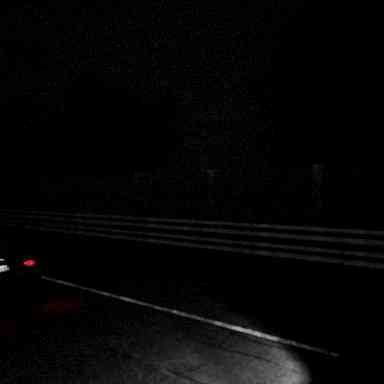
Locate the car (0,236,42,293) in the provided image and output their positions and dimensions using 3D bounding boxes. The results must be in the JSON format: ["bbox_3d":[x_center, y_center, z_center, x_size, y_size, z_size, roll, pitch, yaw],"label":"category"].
[{"bbox_3d":[-5.807,1.571,8.015,5.357,1.411,2.033,0,0,36],"label":"car"}]

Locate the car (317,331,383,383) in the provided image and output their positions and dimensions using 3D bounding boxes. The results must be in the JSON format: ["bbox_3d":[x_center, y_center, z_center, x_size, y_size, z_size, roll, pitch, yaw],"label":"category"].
[{"bbox_3d":[3.123,1.500,1.640,4.792,1.488,2.163,0,0,36],"label":"car"}]
